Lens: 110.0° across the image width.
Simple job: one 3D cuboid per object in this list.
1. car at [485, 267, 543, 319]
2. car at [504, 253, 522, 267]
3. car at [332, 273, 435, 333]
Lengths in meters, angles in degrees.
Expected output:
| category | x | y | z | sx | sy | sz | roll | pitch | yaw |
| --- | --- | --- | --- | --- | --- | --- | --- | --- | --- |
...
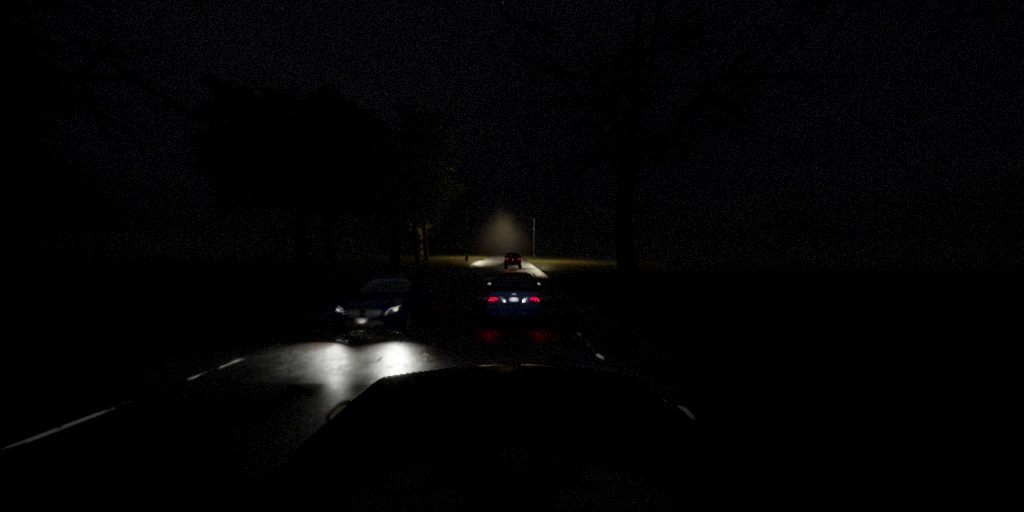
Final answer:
| category | x | y | z | sx | sy | sz | roll | pitch | yaw |
| --- | --- | --- | --- | --- | --- | --- | --- | --- | --- |
| car | 0.073 | 1.300 | 12.878 | 2.033 | 1.411 | 5.357 | 0 | 0 | 0 |
| car | 0.113 | 0.548 | 48.852 | 2.150 | 2.045 | 5.566 | 0 | 1 | 0 |
| car | -3.583 | 1.283 | 10.886 | 1.812 | 1.442 | 4.674 | 0 | 0 | 0 |
